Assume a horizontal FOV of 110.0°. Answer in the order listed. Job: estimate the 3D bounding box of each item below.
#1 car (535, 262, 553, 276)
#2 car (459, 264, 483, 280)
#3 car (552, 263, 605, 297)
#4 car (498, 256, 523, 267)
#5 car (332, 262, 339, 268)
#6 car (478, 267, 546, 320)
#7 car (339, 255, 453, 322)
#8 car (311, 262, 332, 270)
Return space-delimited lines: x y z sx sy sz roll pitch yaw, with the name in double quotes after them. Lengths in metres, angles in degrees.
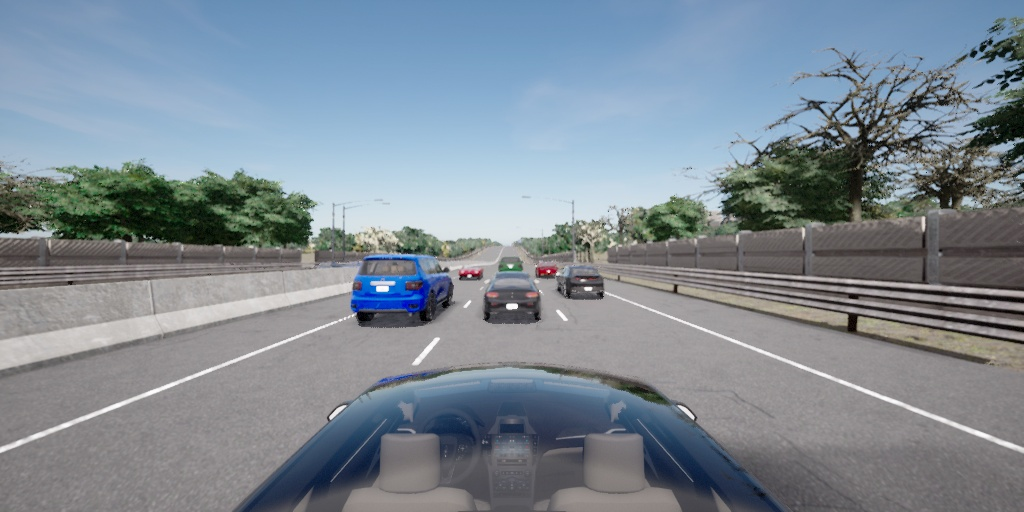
3.348 1.317 35.249 1.882 1.535 5.008 0 -1 0 "car"
-3.636 1.424 32.722 1.895 1.301 4.718 0 0 0 "car"
3.468 1.265 18.789 1.837 1.490 4.892 0 0 0 "car"
-0.138 1.048 33.248 2.150 2.045 5.566 0 0 0 "car"
-17.880 1.407 40.315 1.812 1.442 4.674 0 0 0 "car"
-0.001 1.277 12.597 1.812 1.442 4.674 0 0 0 "car"
-3.499 0.975 12.369 2.150 2.045 5.566 0 0 0 "car"
-21.385 1.418 41.599 1.812 1.442 4.674 0 0 0 "car"
